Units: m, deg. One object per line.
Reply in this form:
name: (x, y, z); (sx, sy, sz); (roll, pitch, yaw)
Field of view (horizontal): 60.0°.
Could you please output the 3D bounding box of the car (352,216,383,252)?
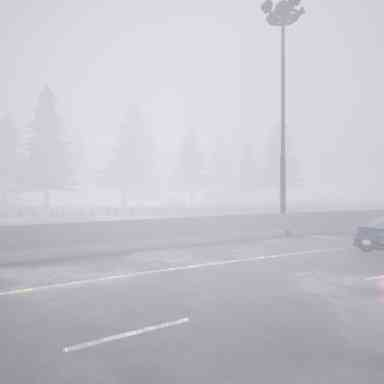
car: (8.003, 1.531, 12.192); (4.674, 1.442, 1.812); (0, 0, -24)
